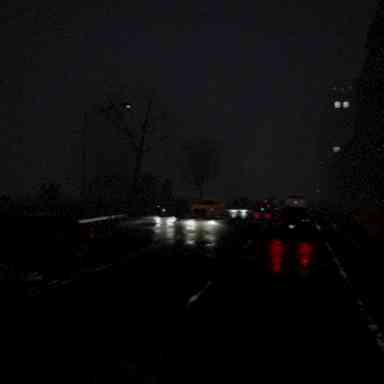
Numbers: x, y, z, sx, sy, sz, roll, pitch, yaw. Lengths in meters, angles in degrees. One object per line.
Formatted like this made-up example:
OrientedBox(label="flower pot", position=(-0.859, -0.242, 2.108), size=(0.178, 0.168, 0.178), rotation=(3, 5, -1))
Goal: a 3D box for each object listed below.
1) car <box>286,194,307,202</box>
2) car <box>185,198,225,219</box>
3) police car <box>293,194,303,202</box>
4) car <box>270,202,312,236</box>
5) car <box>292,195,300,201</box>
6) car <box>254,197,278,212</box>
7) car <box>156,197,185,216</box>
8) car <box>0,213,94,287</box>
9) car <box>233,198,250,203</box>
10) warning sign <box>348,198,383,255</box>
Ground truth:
OrientedBox(label="car", position=(12.658, 1.209, 40.348), size=(2.150, 2.045, 5.566), rotation=(2, 1, 18))
OrientedBox(label="car", position=(1.382, 1.276, 27.174), size=(1.882, 1.535, 5.008), rotation=(2, 1, 18))
OrientedBox(label="police car", position=(25.383, 1.421, 79.524), size=(1.930, 1.638, 5.238), rotation=(2, 0, 15))
OrientedBox(label="car", position=(5.653, 1.514, 18.648), size=(1.812, 1.442, 4.674), rotation=(2, 1, 18))
OrientedBox(label="car", position=(27.902, 1.511, 89.178), size=(1.812, 1.442, 4.674), rotation=(2, 0, 14))
OrientedBox(label="car", position=(8.062, 1.494, 36.819), size=(1.895, 1.301, 4.718), rotation=(2, 1, 18))
OrientedBox(label="car", position=(-1.492, 1.197, 28.840), size=(2.128, 1.511, 4.902), rotation=(2, 1, 18))
OrientedBox(label="car", position=(-4.478, 1.325, 8.958), size=(1.812, 1.442, 4.674), rotation=(2, 1, 18))
OrientedBox(label="car", position=(6.331, 1.005, 42.156), size=(1.994, 1.385, 4.181), rotation=(2, 1, 18))
OrientedBox(label="warning sign", position=(6.316, 1.182, 11.724), size=(1.300, 1.860, 1.060), rotation=(2, 0, 18))
